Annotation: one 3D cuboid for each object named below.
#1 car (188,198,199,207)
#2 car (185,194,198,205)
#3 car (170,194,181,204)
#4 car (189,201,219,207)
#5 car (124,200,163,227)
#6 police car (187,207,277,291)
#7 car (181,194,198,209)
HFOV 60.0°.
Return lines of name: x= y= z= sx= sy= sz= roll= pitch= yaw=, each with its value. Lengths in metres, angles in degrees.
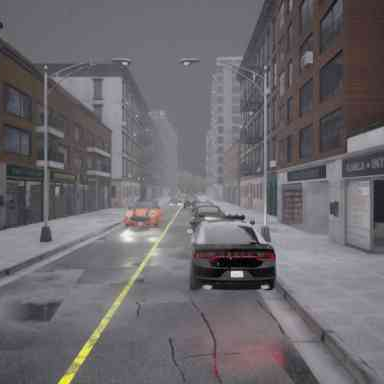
car: x=0.864 y=1.471 z=25.071 sx=1.882 sy=1.535 sz=5.008 roll=0 pitch=0 yaw=0
car: x=-0.086 y=1.312 z=59.548 sx=2.097 sy=1.767 sz=4.553 roll=0 pitch=0 yaw=0
car: x=-3.141 y=1.307 z=63.829 sx=2.097 sy=1.767 sz=4.553 roll=0 pitch=0 yaw=0
car: x=0.873 y=1.501 z=19.071 sx=1.837 sy=1.490 sz=4.892 roll=0 pitch=0 yaw=0
car: x=-3.132 y=1.346 z=22.360 sx=2.097 sy=1.767 sz=4.553 roll=0 pitch=0 yaw=0
police car: x=0.888 y=1.424 z=9.181 sx=1.930 sy=1.638 sz=5.238 roll=0 pitch=0 yaw=0
car: x=-0.054 y=1.327 z=45.961 sx=2.097 sy=1.767 sz=4.553 roll=0 pitch=0 yaw=0
